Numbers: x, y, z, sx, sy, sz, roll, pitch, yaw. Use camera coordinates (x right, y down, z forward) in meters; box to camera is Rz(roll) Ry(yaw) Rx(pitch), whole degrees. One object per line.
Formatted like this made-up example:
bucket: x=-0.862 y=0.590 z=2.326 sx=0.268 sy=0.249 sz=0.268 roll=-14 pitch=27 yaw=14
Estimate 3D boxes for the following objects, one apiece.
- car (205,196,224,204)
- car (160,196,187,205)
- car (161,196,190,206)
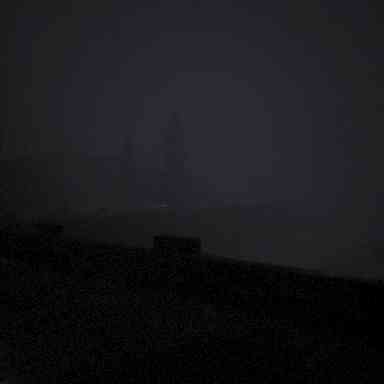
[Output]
car: x=4.354 y=1.484 z=63.175 sx=2.128 sy=1.511 sz=4.902 roll=0 pitch=0 yaw=35
car: x=-3.226 y=1.540 z=59.471 sx=2.033 sy=1.411 sz=5.357 roll=0 pitch=0 yaw=36
car: x=-2.327 y=1.494 z=53.739 sx=1.837 sy=1.490 sz=4.892 roll=0 pitch=-1 yaw=36
